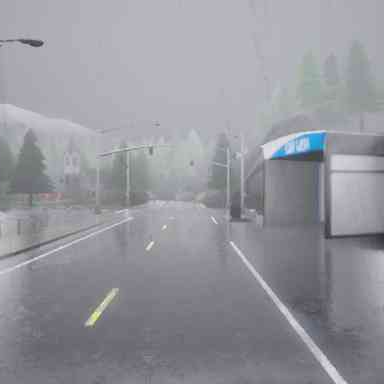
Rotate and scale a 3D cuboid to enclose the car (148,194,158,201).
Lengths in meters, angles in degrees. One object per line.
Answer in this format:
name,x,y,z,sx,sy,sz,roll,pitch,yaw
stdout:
car,-10.079,1.349,83.466,2.097,1.767,4.553,0,0,-27
